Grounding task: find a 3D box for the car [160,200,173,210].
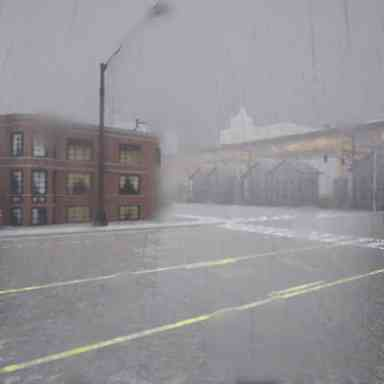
[{"bbox_3d":[-4.474,1.793,47.077,1.994,1.385,4.181,1,0,-35],"label":"car"}]
